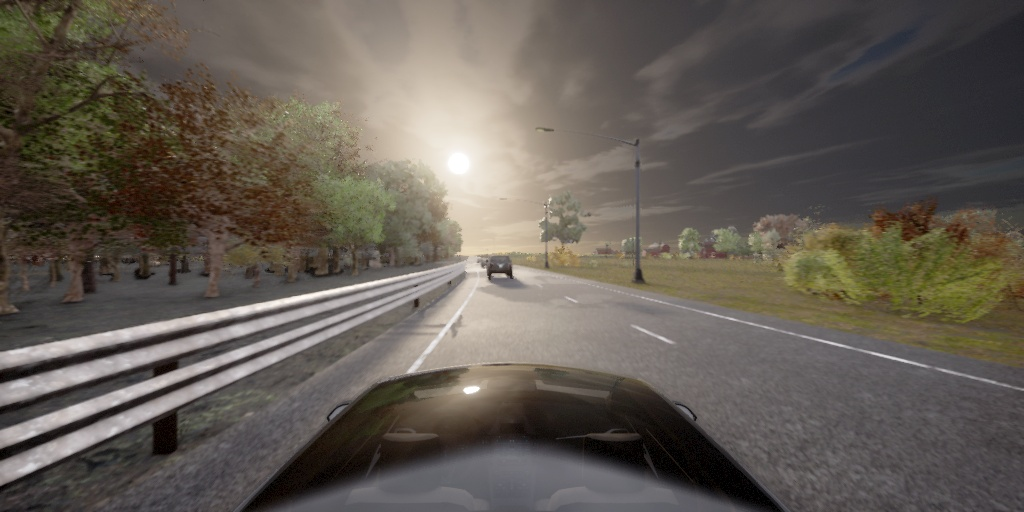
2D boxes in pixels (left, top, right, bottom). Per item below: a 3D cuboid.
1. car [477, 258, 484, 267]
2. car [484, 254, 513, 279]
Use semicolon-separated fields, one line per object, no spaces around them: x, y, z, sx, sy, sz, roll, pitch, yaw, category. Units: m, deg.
-4.425;1.144;61.961;2.128;1.511;4.902;0;0;-7;car
-1.148;0.930;32.430;2.150;2.045;5.566;0;0;-5;car
